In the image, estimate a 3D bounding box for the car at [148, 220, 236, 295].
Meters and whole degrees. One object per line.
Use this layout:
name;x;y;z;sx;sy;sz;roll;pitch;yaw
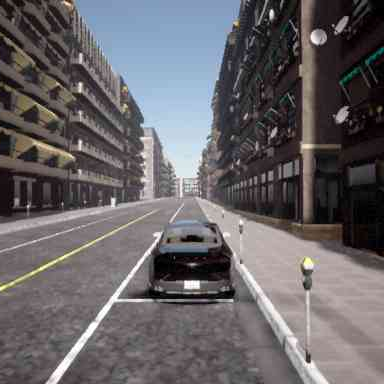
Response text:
car;0.000;1.497;8.653;1.837;1.490;4.892;0;0;0
